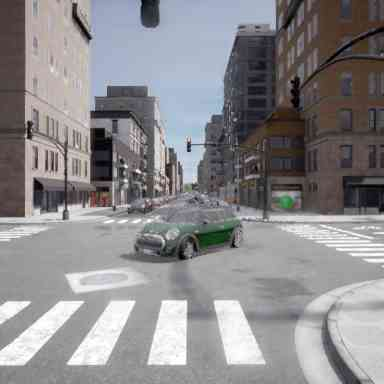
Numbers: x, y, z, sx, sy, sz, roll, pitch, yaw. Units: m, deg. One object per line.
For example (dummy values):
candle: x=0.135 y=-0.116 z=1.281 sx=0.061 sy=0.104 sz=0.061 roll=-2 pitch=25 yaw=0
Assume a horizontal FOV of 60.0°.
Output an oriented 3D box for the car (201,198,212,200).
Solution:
car: x=2.261 y=1.606 z=36.149 sx=1.947 sy=1.339 sz=4.313 roll=0 pitch=0 yaw=0

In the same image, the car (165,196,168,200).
car: x=-5.783 y=1.634 z=58.186 sx=2.008 sy=1.369 sz=4.403 roll=0 pitch=0 yaw=0

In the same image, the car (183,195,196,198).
car: x=-0.299 y=1.698 z=63.786 sx=1.895 sy=1.301 sz=4.718 roll=0 pitch=0 yaw=0

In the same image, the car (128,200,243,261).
car: x=0.001 y=1.344 z=12.496 sx=2.097 sy=1.767 sz=4.553 roll=0 pitch=0 yaw=41

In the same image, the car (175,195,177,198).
car: x=-5.811 y=1.721 z=91.251 sx=1.887 sy=1.381 sz=4.507 roll=0 pitch=0 yaw=0

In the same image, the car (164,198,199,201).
car: x=-0.843 y=1.578 z=30.125 sx=2.033 sy=1.411 sz=5.357 roll=0 pitch=0 yaw=6

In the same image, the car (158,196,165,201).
car: x=-5.778 y=1.653 z=52.675 sx=1.802 sy=1.307 sz=4.206 roll=0 pitch=0 yaw=0

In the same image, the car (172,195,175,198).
car: x=-5.802 y=1.694 z=80.229 sx=2.008 sy=1.369 sz=4.403 roll=0 pitch=0 yaw=0

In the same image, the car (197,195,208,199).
car: x=2.247 y=1.637 z=52.682 sx=1.947 sy=1.339 sz=4.313 roll=0 pitch=0 yaw=0

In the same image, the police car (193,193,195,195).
police car: x=0.403 y=1.599 z=90.226 sx=1.930 sy=1.638 sz=5.238 roll=0 pitch=0 yaw=0

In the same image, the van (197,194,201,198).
van: x=2.242 y=1.424 z=58.193 sx=1.690 sy=1.788 sz=3.998 roll=0 pitch=0 yaw=0

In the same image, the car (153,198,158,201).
car: x=-5.768 y=1.490 z=41.654 sx=1.967 sy=1.590 sz=4.097 roll=0 pitch=0 yaw=0

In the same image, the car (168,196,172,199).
car: x=-5.793 y=1.552 z=69.208 sx=1.967 sy=1.590 sz=4.097 roll=0 pitch=0 yaw=0

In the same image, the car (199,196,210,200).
car: x=2.252 y=1.641 z=47.172 sx=1.802 sy=1.307 sz=4.206 roll=0 pitch=0 yaw=0

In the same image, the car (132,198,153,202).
car: x=-5.764 y=1.480 z=36.143 sx=1.967 sy=1.590 sz=4.097 roll=0 pitch=0 yaw=0
